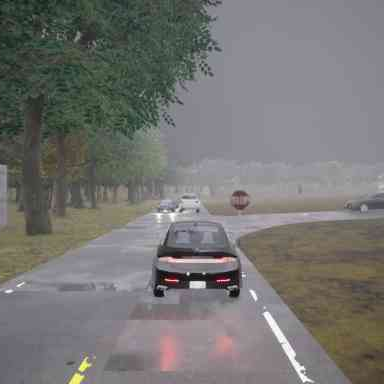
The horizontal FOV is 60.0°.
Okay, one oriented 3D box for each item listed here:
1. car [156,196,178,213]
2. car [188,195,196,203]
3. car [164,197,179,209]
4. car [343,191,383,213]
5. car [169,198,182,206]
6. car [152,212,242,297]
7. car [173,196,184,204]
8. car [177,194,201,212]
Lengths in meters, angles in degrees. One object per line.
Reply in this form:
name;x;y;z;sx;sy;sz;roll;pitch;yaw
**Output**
car;-2.853;1.545;37.773;1.812;1.442;4.674;0;0;0
car;-0.017;1.551;74.141;1.882;1.535;5.008;0;0;0
car;-2.842;1.538;47.608;1.837;1.490;4.892;0;0;0
car;14.200;0.720;25.522;4.892;1.490;1.837;-4;1;1
car;-2.803;1.652;57.795;1.895;1.301;4.718;0;0;1
car;0.092;1.490;8.534;2.128;1.511;4.902;0;0;0
car;-2.774;1.616;68.197;2.033;1.411;5.357;0;0;0
car;-0.153;1.242;38.966;2.150;2.045;5.566;0;0;3
